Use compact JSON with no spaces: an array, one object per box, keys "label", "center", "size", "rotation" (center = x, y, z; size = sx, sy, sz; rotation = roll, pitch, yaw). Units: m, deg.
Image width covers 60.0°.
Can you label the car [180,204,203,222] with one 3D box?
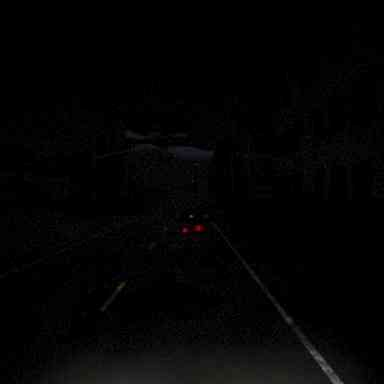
[{"label":"car","center":[-0.032,1.769,29.281],"size":[2.128,1.511,4.902],"rotation":[0,0,0]}]

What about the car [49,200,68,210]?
[{"label":"car","center":[-22.244,2.211,57.347],"size":[4.611,1.667,2.242],"rotation":[0,-1,0]}]
